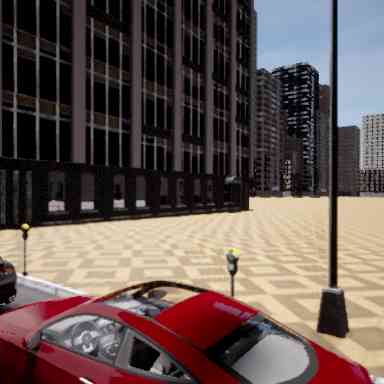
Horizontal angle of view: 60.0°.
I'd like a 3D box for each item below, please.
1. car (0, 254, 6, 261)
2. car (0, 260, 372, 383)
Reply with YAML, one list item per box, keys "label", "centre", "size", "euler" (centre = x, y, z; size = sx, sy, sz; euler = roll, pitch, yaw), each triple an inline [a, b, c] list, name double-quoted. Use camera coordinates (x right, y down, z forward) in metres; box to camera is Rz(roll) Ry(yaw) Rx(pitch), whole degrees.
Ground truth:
- label: "car"
  centre: [-5.124, 1.503, 6.530]
  size: [4.403, 1.369, 2.008]
  euler: [0, 0, 35]
- label: "car"
  centre: [-0.514, 1.568, 3.242]
  size: [4.206, 1.307, 1.802]
  euler: [0, 0, 35]
